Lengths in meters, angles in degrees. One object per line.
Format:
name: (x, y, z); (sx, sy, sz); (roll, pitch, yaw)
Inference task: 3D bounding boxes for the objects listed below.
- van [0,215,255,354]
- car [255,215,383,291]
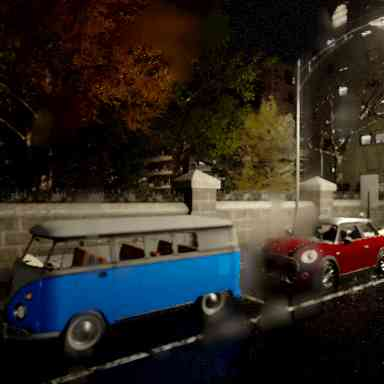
van: (-0.978, 1.350, 5.837); (3.998, 1.788, 1.690); (0, 1, -35)
car: (3.603, 1.468, 9.081); (4.097, 1.590, 1.967); (0, 1, -35)
